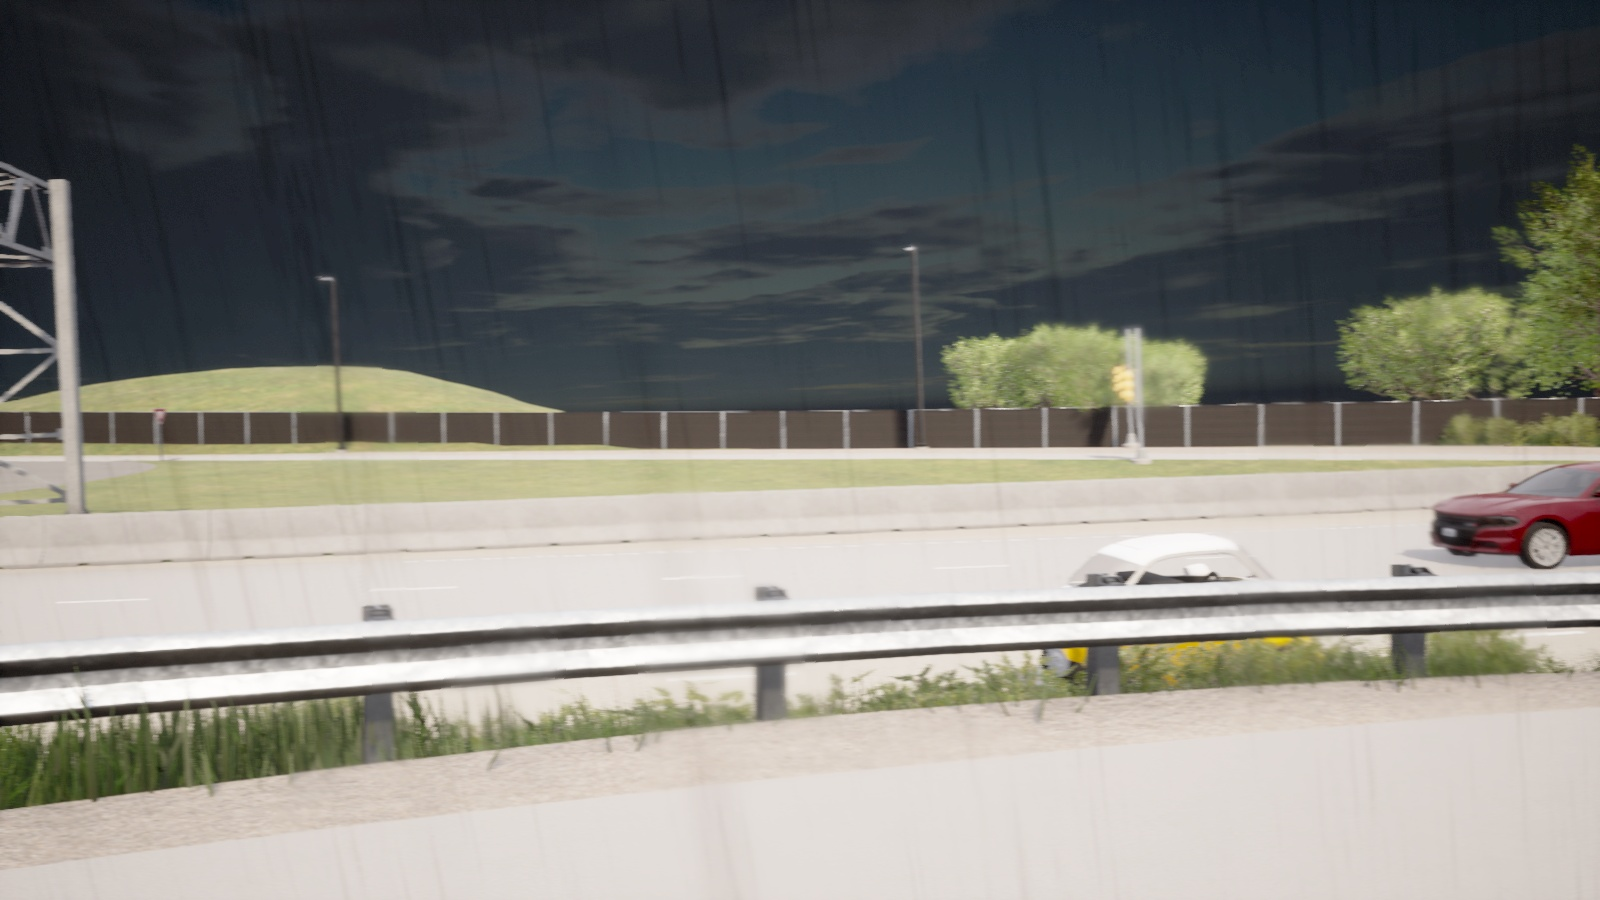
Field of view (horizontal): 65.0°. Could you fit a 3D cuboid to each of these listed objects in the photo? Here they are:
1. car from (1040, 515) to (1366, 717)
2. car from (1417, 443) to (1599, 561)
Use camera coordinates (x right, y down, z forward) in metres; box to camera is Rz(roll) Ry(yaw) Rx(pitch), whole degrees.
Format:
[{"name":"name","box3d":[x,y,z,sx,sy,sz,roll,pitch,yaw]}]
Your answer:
[{"name":"car","box3d":[3.405,1.361,10.823,2.207,1.376,1.481,-3,2,-9]},{"name":"car","box3d":[12.418,0.713,19.360,5.008,1.535,1.882,-2,2,-9]}]
